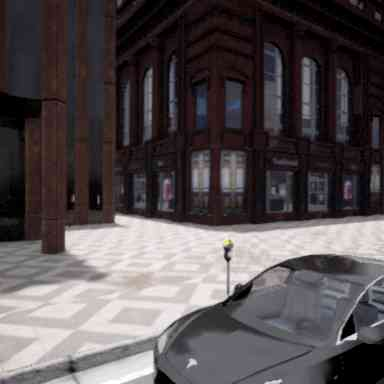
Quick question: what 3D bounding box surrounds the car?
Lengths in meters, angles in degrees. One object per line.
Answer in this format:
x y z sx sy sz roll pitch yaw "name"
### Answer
1.635 1.543 4.096 4.313 1.339 1.947 0 0 -35 "car"
